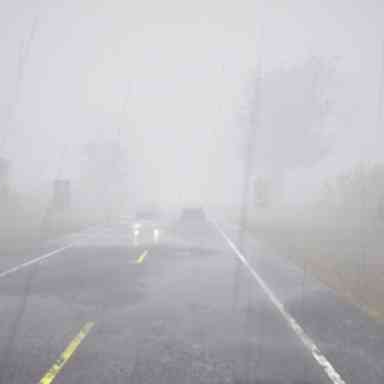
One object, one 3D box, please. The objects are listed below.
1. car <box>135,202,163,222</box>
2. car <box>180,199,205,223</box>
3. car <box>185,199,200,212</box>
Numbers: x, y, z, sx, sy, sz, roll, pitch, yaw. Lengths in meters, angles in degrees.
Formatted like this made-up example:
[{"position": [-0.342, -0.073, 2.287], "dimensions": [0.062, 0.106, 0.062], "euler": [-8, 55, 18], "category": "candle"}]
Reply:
[{"position": [-3.570, 1.613, 28.198], "dimensions": [1.882, 1.535, 5.008], "euler": [0, -1, 1], "category": "car"}, {"position": [0.060, 1.604, 26.762], "dimensions": [1.882, 1.535, 5.008], "euler": [0, 0, 0], "category": "car"}, {"position": [0.078, 1.718, 44.036], "dimensions": [1.882, 1.535, 5.008], "euler": [0, 0, 0], "category": "car"}]
